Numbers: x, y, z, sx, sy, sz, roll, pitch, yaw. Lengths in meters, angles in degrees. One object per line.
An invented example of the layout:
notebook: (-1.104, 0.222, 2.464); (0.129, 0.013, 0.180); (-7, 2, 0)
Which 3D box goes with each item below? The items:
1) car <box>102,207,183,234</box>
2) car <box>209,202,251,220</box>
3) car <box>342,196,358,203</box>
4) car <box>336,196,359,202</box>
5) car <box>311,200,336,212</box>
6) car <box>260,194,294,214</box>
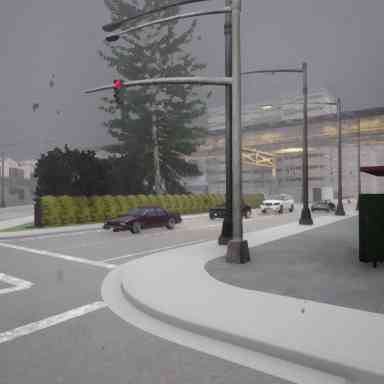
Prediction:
car: (-2.771, 1.602, 20.068); (2.033, 1.411, 5.357); (-1, 0, 36)
car: (3.344, 1.535, 28.519); (1.882, 1.535, 5.008); (-1, 0, 36)
car: (31.827, 1.522, 68.023); (4.974, 1.542, 2.038); (0, 0, -29)
car: (31.871, 1.364, 68.050); (4.536, 1.218, 1.853); (0, 0, -29)
car: (15.398, 1.590, 38.890); (1.994, 1.385, 4.181); (-1, 0, 36)
car: (9.639, 1.281, 37.189); (2.150, 2.045, 5.566); (-1, 0, 36)
